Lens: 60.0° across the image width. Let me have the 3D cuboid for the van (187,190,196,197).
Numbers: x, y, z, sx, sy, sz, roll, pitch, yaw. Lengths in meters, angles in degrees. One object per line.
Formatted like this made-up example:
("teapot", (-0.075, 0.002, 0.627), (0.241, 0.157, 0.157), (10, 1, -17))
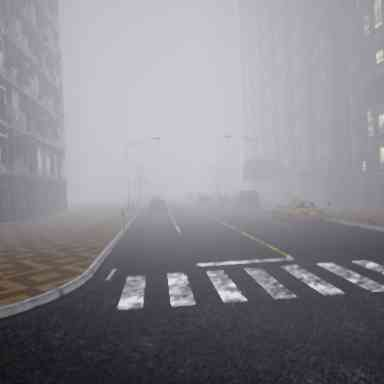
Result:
("van", (-0.149, 0.372, 82.536), (1.690, 1.788, 3.998), (-2, 1, -6))

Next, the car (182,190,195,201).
("car", (-0.408, 0.860, 59.853), (1.812, 1.442, 4.674), (-2, 1, -6))

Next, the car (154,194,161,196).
("car", (-3.823, 1.321, 36.749), (2.008, 1.369, 4.403), (-2, 1, -6))

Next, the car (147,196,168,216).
("car", (-3.241, 1.383, 31.137), (1.947, 1.339, 4.313), (-2, 1, -6))

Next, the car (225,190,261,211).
("car", (5.074, 0.775, 32.034), (2.192, 1.841, 5.009), (-2, 1, -6))

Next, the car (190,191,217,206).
("car", (1.391, 0.973, 42.484), (2.128, 1.511, 4.902), (-2, 1, -6))

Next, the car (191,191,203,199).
("car", (1.016, 0.568, 71.315), (1.967, 1.590, 4.097), (-2, 1, -6))

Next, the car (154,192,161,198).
("car", (-9.051, 0.779, 87.262), (1.967, 1.590, 4.097), (-2, 1, -6))

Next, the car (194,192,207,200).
("car", (1.599, 0.720, 65.705), (1.887, 1.381, 4.507), (-2, 1, -6))

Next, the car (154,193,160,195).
("car", (-4.983, 1.258, 47.974), (1.802, 1.307, 4.206), (-2, 1, -6))

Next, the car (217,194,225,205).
("car", (3.921, 0.911, 43.259), (1.887, 1.381, 4.507), (-2, 1, -6))

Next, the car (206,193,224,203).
("car", (3.342, 0.901, 48.871), (1.802, 1.307, 4.206), (-2, 1, -6))

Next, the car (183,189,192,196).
("car", (-1.310, 0.248, 93.759), (2.192, 1.841, 5.009), (-2, 1, -6))

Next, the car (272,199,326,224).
("car", (6.273, 1.084, 20.148), (1.752, 1.417, 4.829), (-2, 1, -6))
